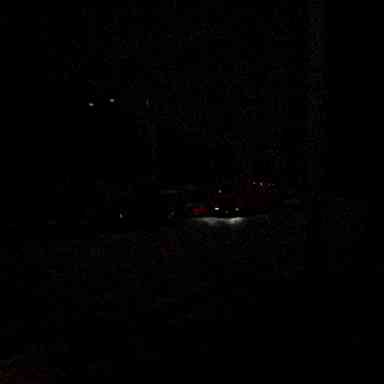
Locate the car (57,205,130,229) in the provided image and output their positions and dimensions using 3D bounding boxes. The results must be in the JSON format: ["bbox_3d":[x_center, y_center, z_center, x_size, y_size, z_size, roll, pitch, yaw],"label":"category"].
[{"bbox_3d":[-6.428,1.540,21.308,2.008,1.369,4.403,0,0,35],"label":"car"}]

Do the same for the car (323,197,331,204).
[{"bbox_3d":[26.267,1.741,67.687,1.967,1.590,4.097,0,0,35],"label":"car"}]

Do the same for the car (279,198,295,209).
[{"bbox_3d":[13.189,1.738,49.135,1.802,1.307,4.206,0,0,35],"label":"car"}]

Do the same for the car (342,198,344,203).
[{"bbox_3d":[36.075,1.981,81.600,2.008,1.369,4.403,0,-1,35],"label":"car"}]

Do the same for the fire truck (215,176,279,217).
[{"bbox_3d":[5.578,0.418,33.759,2.891,3.827,8.468,0,0,35],"label":"fire truck"}]

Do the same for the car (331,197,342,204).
[{"bbox_3d":[32.708,1.910,76.823,1.752,1.417,4.829,0,0,35],"label":"car"}]

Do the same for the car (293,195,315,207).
[{"bbox_3d":[19.729,1.540,58.412,2.192,1.841,5.009,0,0,35],"label":"car"}]

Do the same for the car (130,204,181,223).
[{"bbox_3d":[-3.158,1.578,25.947,1.947,1.339,4.313,0,0,35],"label":"car"}]

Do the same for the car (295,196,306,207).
[{"bbox_3d":[16.361,1.714,53.634,1.752,1.417,4.829,0,0,35],"label":"car"}]

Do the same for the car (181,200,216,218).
[{"bbox_3d":[0.111,1.620,30.584,1.802,1.307,4.206,0,0,35],"label":"car"}]
